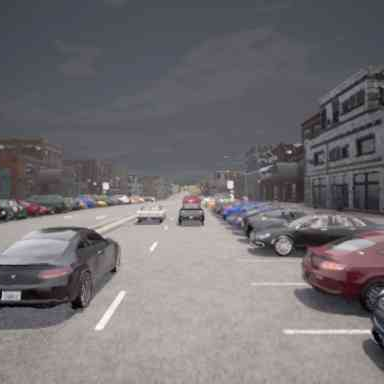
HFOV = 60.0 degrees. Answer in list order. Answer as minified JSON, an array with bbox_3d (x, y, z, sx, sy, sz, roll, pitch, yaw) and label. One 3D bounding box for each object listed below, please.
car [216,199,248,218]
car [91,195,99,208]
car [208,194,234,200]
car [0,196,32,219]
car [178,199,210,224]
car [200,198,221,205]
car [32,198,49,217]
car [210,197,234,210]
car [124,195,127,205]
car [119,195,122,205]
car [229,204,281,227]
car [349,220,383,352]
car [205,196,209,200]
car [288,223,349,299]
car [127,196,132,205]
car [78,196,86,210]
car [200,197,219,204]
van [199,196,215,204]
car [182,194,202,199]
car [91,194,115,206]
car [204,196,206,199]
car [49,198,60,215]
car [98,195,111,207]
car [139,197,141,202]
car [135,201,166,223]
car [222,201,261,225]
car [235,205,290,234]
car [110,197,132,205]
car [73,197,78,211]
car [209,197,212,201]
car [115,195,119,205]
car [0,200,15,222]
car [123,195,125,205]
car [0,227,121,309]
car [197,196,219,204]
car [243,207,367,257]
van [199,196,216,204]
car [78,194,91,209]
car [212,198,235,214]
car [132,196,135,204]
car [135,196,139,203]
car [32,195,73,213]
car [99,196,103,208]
[{"bbox_3d":[4.578,1.544,26.314,4.792,1.488,2.163,0,0,0],"label":"car"},{"bbox_3d":[-15.994,1.596,45.953,5.008,1.535,2.097,0,0,0],"label":"car"},{"bbox_3d":[4.452,1.428,37.422,4.553,1.767,2.185,0,0,-1],"label":"car"},{"bbox_3d":[-15.811,1.383,26.653,4.553,1.767,2.185,0,0,0],"label":"car"},{"bbox_3d":[-0.051,1.521,24.756,2.128,1.511,4.902,0,0,0],"label":"car"},{"bbox_3d":[4.267,2.122,76.310,4.792,1.488,2.163,0,-1,0],"label":"car"},{"bbox_3d":[-15.859,1.518,29.410,5.008,1.535,2.097,0,0,0],"label":"car"},{"bbox_3d":[4.520,1.532,31.872,5.008,1.535,2.097,0,0,0],"label":"car"},{"bbox_3d":[-16.210,1.778,67.993,4.553,1.767,2.185,0,-1,0],"label":"car"},{"bbox_3d":[-16.083,1.490,59.729,5.566,2.045,2.435,0,-1,0],"label":"car"},{"bbox_3d":[4.598,1.535,17.976,4.674,1.452,2.002,0,0,0],"label":"car"},{"bbox_3d":[4.720,1.355,3.992,4.553,1.767,2.185,0,0,0],"label":"car"},{"bbox_3d":[4.649,1.562,40.084,5.366,1.575,1.946,0,0,0],"label":"car"},{"bbox_3d":[4.668,1.521,6.861,4.674,1.452,2.002,0,0,0],"label":"car"},{"bbox_3d":[-16.230,1.718,70.750,5.566,2.045,2.435,0,-1,0],"label":"car"},{"bbox_3d":[-15.984,1.598,40.437,4.792,1.488,2.163,0,0,0],"label":"car"},{"bbox_3d":[4.234,2.099,81.870,4.553,1.767,2.185,0,-1,0],"label":"car"},{"bbox_3d":[4.257,2.242,92.863,4.442,1.987,1.878,0,-1,0],"label":"van"},{"bbox_3d":[-0.165,1.319,43.069,2.150,2.045,5.566,0,0,0],"label":"car"},{"bbox_3d":[-16.039,1.414,54.220,5.566,2.045,2.435,0,-1,0],"label":"car"},{"bbox_3d":[4.379,1.480,48.543,4.553,1.767,2.185,0,0,0],"label":"car"},{"bbox_3d":[-15.858,1.559,32.165,4.792,1.488,2.163,0,0,0],"label":"car"},{"bbox_3d":[-15.859,1.632,51.466,5.366,1.575,1.946,0,0,0],"label":"car"},{"bbox_3d":[-16.499,2.288,84.530,5.366,1.575,1.946,0,-1,0],"label":"car"},{"bbox_3d":[-3.059,1.634,26.058,1.895,1.301,4.718,0,0,0],"label":"car"},{"bbox_3d":[4.591,1.501,20.630,4.892,1.521,2.231,0,0,0],"label":"car"},{"bbox_3d":[4.647,1.519,15.197,4.792,1.488,2.163,0,0,0],"label":"car"},{"bbox_3d":[-16.215,1.974,76.261,4.553,1.767,2.185,0,-1,0],"label":"car"},{"bbox_3d":[-15.930,1.594,37.681,4.674,1.452,2.002,0,0,0],"label":"car"},{"bbox_3d":[4.468,1.572,34.650,4.792,1.488,2.163,0,0,0],"label":"car"},{"bbox_3d":[-16.061,1.447,56.977,5.566,2.045,2.435,0,-1,0],"label":"car"},{"bbox_3d":[-15.849,1.529,23.896,4.792,1.488,2.163,0,0,0],"label":"car"},{"bbox_3d":[-16.186,1.875,65.232,4.792,1.488,2.163,0,-1,0],"label":"car"},{"bbox_3d":[-2.946,1.527,7.713,1.812,1.442,4.674,0,0,0],"label":"car"},{"bbox_3d":[4.139,2.097,87.311,5.566,2.045,2.435,0,-1,0],"label":"car"},{"bbox_3d":[4.643,1.487,12.418,4.892,1.521,2.231,0,0,0],"label":"car"},{"bbox_3d":[4.269,2.185,90.210,4.442,1.987,1.878,0,-1,0],"label":"van"},{"bbox_3d":[-16.008,1.457,43.195,4.553,1.767,2.185,0,0,0],"label":"car"},{"bbox_3d":[4.525,1.524,29.092,4.892,1.521,2.231,0,0,0],"label":"car"},{"bbox_3d":[-16.196,1.783,73.507,5.566,2.045,2.435,0,-1,0],"label":"car"},{"bbox_3d":[-16.477,2.225,81.770,5.366,1.575,1.946,0,-1,0],"label":"car"},{"bbox_3d":[-15.938,1.290,34.924,5.566,2.045,2.435,0,0,0],"label":"car"},{"bbox_3d":[-16.019,1.655,48.707,4.674,1.452,2.002,0,0,0],"label":"car"}]
